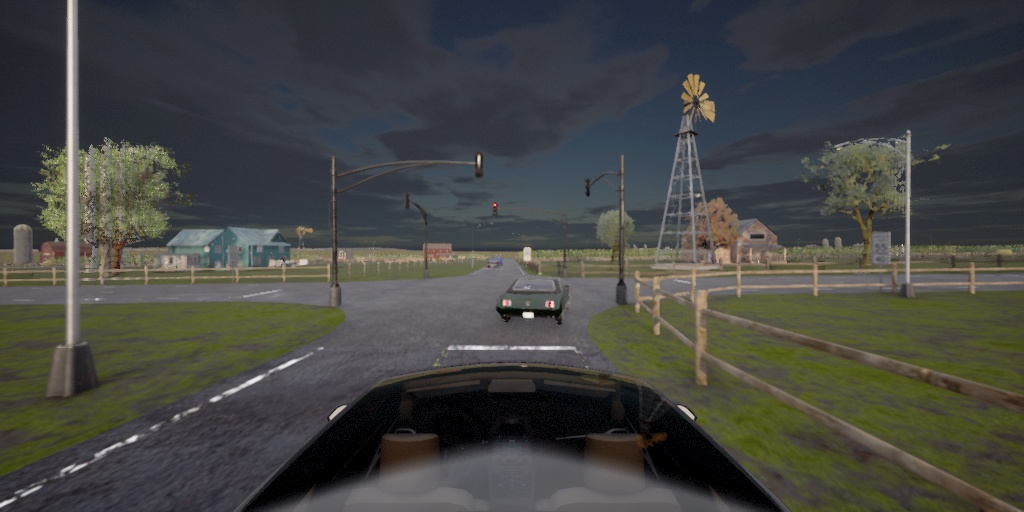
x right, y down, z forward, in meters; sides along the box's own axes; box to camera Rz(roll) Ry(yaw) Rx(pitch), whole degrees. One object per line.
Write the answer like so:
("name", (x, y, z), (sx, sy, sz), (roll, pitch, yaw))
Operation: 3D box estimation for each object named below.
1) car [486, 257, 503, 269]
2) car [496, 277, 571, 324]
("car", (-2.981, 1.254, 56.307), (2.033, 1.411, 5.357), (0, 0, 0))
("car", (0.941, 1.341, 12.059), (1.895, 1.301, 4.718), (0, 0, 13))
